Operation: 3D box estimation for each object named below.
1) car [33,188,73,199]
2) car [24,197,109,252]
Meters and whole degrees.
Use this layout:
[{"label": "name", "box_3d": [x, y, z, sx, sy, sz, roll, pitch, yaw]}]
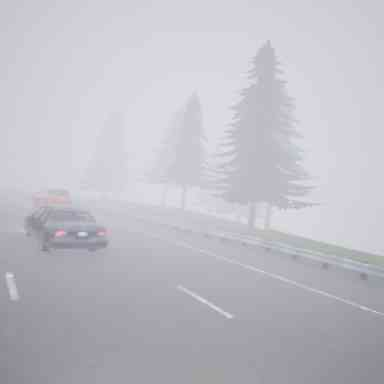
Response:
[{"label": "car", "box_3d": [-11.140, 0.468, 26.578, 2.097, 1.767, 4.553, 5, 0, -40]}, {"label": "car", "box_3d": [-4.683, 1.180, 11.981, 2.033, 1.411, 5.357, 6, 0, -35]}]
